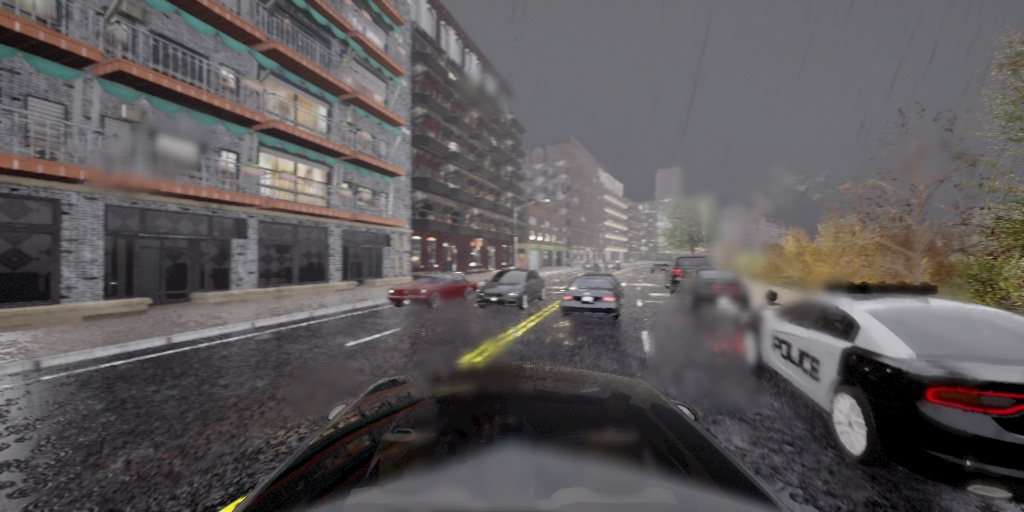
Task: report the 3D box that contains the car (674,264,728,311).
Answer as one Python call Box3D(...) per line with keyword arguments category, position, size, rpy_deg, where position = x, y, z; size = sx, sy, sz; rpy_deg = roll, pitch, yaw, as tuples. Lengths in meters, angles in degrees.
Box3D(category="car", position=(7.720, 1.238, 14.026), size=(1.837, 1.490, 4.892), rpy_deg=(0, 0, 19))

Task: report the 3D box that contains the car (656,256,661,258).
Box3D(category="car", position=(23.982, 1.058, 57.388), size=(2.150, 2.045, 5.566), rpy_deg=(-1, 0, 26))

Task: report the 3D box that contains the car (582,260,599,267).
Box3D(category="car", position=(12.065, 1.365, 54.718), size=(2.128, 1.511, 4.902), rpy_deg=(-1, 0, 24))

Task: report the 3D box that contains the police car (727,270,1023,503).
Box3D(category="police car", position=(4.648, 1.152, 4.683), size=(1.930, 1.638, 5.238), rpy_deg=(0, 0, 18))

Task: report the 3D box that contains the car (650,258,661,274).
Box3D(category="car", position=(17.082, 1.278, 41.486), size=(1.837, 1.490, 4.892), rpy_deg=(-1, 0, 23))

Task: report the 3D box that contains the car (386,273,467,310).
Box3D(category="car", position=(-3.208, 1.412, 15.381), size=(1.895, 1.301, 4.718), rpy_deg=(0, 0, 19))

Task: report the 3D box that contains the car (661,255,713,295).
Box3D(category="car", position=(9.658, 0.961, 19.649), size=(2.150, 2.045, 5.566), rpy_deg=(0, 0, 19))

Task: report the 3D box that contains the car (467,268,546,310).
Box3D(category="car", position=(0.117, 1.293, 15.043), size=(1.837, 1.490, 4.892), rpy_deg=(0, 0, 19))

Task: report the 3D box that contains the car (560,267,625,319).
Box3D(category="car", position=(3.006, 1.309, 12.911), size=(2.033, 1.411, 5.357), rpy_deg=(0, 0, 18))

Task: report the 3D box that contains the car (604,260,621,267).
Box3D(category="car", position=(15.012, 1.338, 53.348), size=(2.128, 1.511, 4.902), rpy_deg=(-1, 0, 24))
